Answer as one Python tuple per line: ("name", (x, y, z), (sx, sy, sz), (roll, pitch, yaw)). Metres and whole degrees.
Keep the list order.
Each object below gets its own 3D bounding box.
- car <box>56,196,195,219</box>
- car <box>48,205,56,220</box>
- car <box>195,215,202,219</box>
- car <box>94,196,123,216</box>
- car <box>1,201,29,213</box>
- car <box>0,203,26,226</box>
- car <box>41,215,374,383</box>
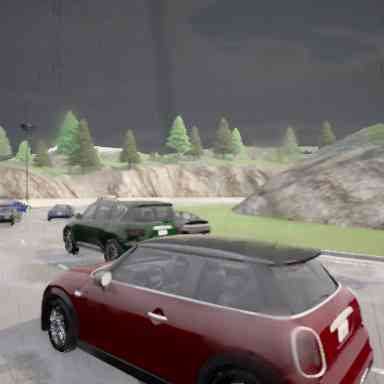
("car", (-2.626, 1.301, 11.781), (2.150, 2.045, 5.566), (0, 0, -41))
("car", (-11.409, 1.739, 29.348), (1.994, 1.385, 4.181), (0, 0, -14))
("car", (-1.152, 1.605, 15.608), (2.128, 1.511, 4.902), (0, 0, -39))
("car", (-9.096, 1.460, 36.696), (2.150, 2.045, 5.566), (0, 0, -4))
("car", (-19.668, 1.674, 36.498), (1.882, 1.535, 5.008), (0, 0, -3))
("car", (-13.669, 1.730, 24.252), (1.895, 1.301, 4.718), (0, 0, -20))
("car", (-0.158, 1.388, 4.615), (4.553, 1.767, 2.097), (0, -1, 39))
